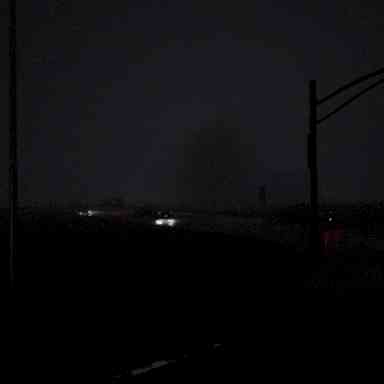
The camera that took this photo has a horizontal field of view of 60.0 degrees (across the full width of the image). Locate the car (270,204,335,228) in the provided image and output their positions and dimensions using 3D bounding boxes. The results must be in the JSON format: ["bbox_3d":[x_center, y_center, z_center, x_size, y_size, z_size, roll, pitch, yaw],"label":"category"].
[{"bbox_3d":[7.662,1.594,23.621,2.128,1.511,4.902,-1,0,-32],"label":"car"}]

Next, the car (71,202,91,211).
[{"bbox_3d":[-17.567,2.305,52.614,1.895,1.301,4.718,-1,0,-35],"label":"car"}]

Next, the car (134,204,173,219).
[{"bbox_3d":[-4.017,1.930,33.651,2.033,1.411,5.357,-1,0,-36],"label":"car"}]

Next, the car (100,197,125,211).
[{"bbox_3d":[-12.284,1.794,51.349,2.150,2.045,5.566,-1,0,-35],"label":"car"}]
